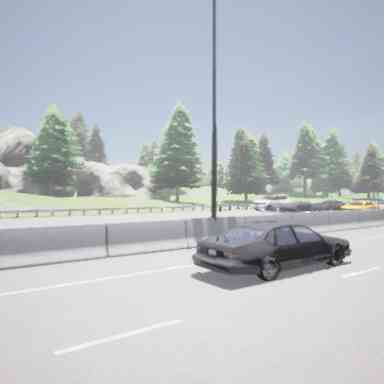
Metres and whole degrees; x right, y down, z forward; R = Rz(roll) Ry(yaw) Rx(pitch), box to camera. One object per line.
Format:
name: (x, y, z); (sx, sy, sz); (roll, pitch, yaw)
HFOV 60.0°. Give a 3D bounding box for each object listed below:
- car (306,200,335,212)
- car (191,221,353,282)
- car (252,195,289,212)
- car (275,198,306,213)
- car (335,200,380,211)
car: (15.070, 1.652, 36.326); (4.892, 1.490, 1.837); (1, 0, -36)
car: (2.561, 1.584, 9.911); (5.357, 1.411, 2.033); (0, 0, -35)
car: (9.964, 1.371, 41.281); (5.566, 2.045, 2.150); (0, 0, -36)
car: (12.507, 1.696, 38.800); (5.357, 1.411, 2.033); (0, 0, -36)
car: (16.839, 1.618, 33.290); (5.008, 1.535, 1.882); (0, 0, -36)
